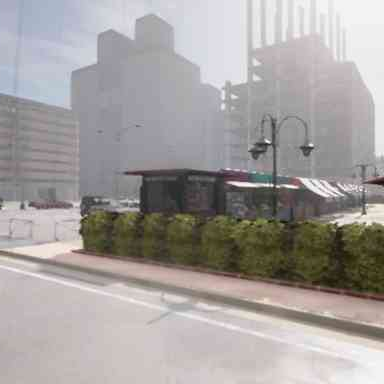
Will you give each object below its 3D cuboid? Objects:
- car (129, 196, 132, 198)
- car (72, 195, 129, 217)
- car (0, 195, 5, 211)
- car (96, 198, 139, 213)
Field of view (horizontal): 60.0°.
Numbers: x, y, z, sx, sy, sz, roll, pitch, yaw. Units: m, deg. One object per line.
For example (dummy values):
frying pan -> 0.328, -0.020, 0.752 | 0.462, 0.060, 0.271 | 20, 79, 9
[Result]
car -> -11.723, 1.480, 51.312 | 1.970, 1.475, 3.806 | 0, 0, 34
car -> -7.456, 1.203, 27.400 | 1.905, 1.878, 3.866 | 0, 0, 34
car -> -23.740, 1.248, 38.350 | 1.905, 1.878, 3.866 | 0, 0, 34
car -> -5.062, 1.436, 25.771 | 1.970, 1.475, 3.806 | 0, 0, 34
